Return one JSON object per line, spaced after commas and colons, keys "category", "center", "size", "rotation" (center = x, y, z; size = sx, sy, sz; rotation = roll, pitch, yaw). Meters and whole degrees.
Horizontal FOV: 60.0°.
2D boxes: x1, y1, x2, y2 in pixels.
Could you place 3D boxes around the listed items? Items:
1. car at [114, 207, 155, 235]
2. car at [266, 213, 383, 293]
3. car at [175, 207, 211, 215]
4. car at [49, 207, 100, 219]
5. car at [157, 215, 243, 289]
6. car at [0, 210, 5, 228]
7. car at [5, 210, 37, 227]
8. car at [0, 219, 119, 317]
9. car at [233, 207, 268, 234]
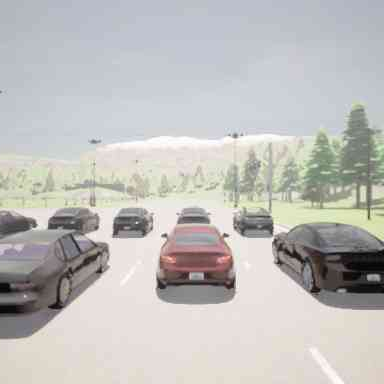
{"category": "car", "center": [-3.410, 1.660, 19.828], "size": [1.837, 1.490, 4.892], "rotation": [0, -1, 0]}
{"category": "car", "center": [3.596, 1.549, 9.058], "size": [1.882, 1.535, 5.008], "rotation": [0, 0, 0]}
{"category": "car", "center": [0.091, 1.660, 19.861], "size": [1.837, 1.490, 4.892], "rotation": [0, -1, 0]}
{"category": "car", "center": [-6.910, 1.661, 19.934], "size": [1.837, 1.490, 4.892], "rotation": [0, -1, 0]}
{"category": "car", "center": [0.093, 1.598, 9.222], "size": [1.812, 1.442, 4.674], "rotation": [0, 0, 0]}
{"category": "car", "center": [-6.908, 1.284, 7.467], "size": [2.150, 2.045, 5.566], "rotation": [0, 0, 0]}
{"category": "car", "center": [-10.408, 1.689, 18.009], "size": [2.033, 1.411, 5.357], "rotation": [0, 0, 0]}
{"category": "car", "center": [-3.410, 1.610, 7.884], "size": [2.033, 1.411, 5.357], "rotation": [0, 0, 0]}
{"category": "car", "center": [3.590, 1.648, 20.060], "size": [2.128, 1.511, 4.902], "rotation": [0, -1, 0]}
